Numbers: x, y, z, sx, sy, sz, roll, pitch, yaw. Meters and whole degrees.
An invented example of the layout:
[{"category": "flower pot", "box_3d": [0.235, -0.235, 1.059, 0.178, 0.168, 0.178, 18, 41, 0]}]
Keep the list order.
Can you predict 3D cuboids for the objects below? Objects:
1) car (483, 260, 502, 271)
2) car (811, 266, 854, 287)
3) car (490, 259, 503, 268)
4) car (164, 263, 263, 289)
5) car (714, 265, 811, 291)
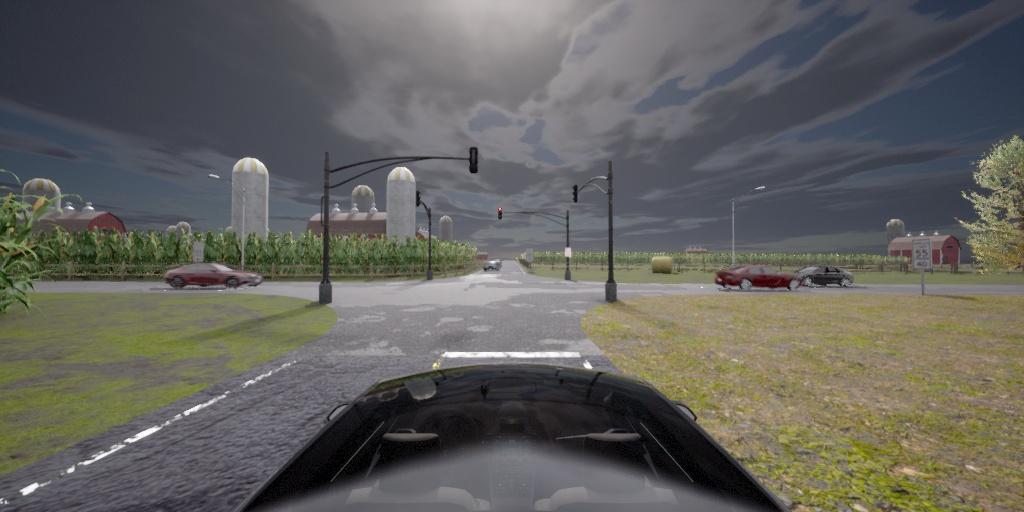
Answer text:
[{"category": "car", "box_3d": [-2.768, 1.351, 48.370, 1.994, 1.385, 4.181, 0, 0, 0]}, {"category": "car", "box_3d": [22.408, 1.511, 26.494, 4.892, 1.490, 1.837, 0, -1, -4]}, {"category": "car", "box_3d": [-2.770, 1.362, 65.364, 2.033, 1.411, 5.357, 0, 0, 0]}, {"category": "car", "box_3d": [-16.882, 1.126, 20.374, 4.674, 1.442, 1.812, 1, -1, -3]}, {"category": "car", "box_3d": [15.322, 1.346, 22.392, 5.008, 1.535, 1.882, 1, -1, -4]}]
